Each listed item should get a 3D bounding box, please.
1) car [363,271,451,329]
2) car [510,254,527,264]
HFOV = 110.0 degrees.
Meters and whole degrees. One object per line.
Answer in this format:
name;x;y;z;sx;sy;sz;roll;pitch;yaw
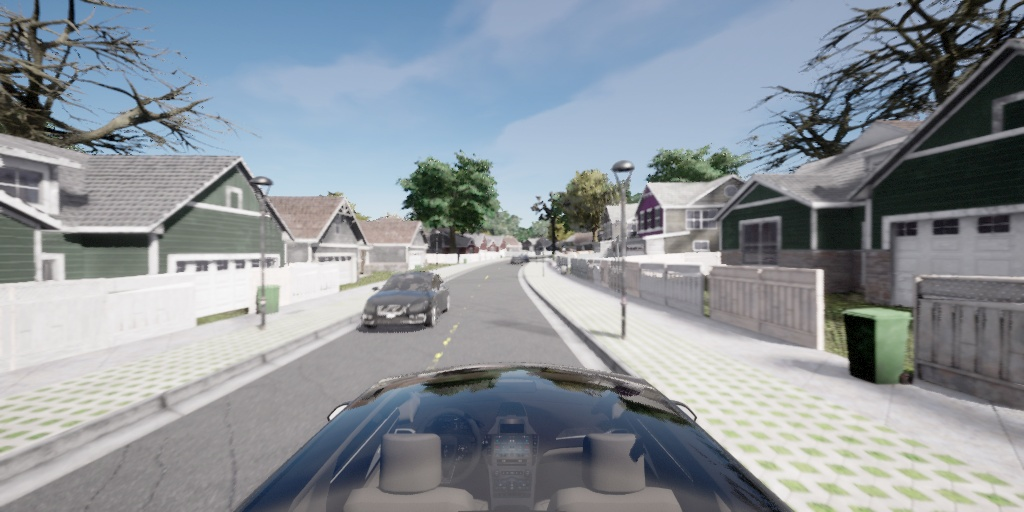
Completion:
car;-3.111;1.268;11.415;1.837;1.490;4.892;0;-1;-2
car;0.850;0.561;58.519;2.128;1.511;4.902;0;1;6
